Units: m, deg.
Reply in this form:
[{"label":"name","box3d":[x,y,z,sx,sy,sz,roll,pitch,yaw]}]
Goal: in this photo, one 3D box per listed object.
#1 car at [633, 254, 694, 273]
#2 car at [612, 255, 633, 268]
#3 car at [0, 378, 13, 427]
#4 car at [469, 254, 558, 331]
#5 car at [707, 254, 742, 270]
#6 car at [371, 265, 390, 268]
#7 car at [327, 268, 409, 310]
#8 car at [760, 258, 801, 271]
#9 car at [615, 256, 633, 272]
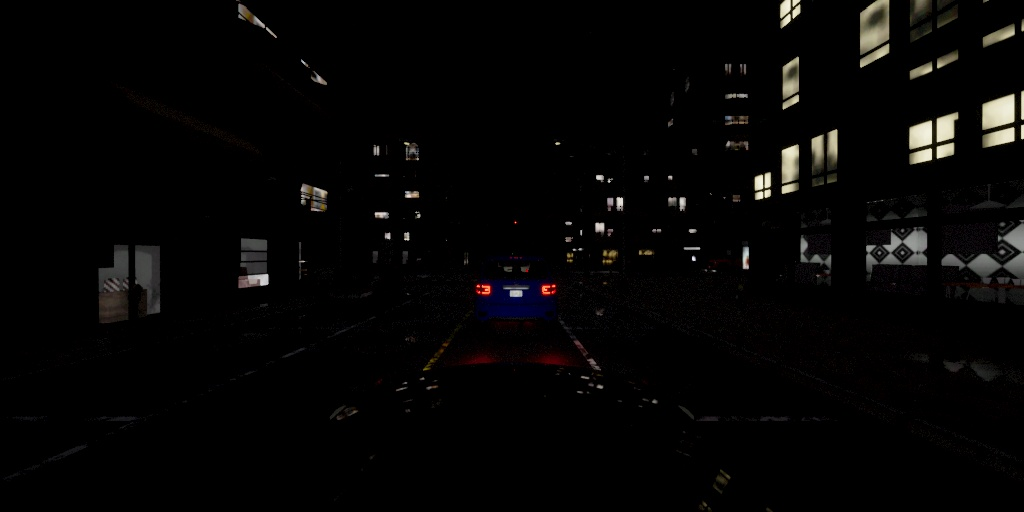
[{"label":"car","box3d":[14.713,0.778,34.461,5.009,1.841,2.192,0,0,0]},{"label":"car","box3d":[14.580,0.764,42.840,5.009,1.841,2.192,0,0,0]},{"label":"car","box3d":[-5.690,1.300,1.566,2.007,1.370,4.403,0,0,0]},{"label":"car","box3d":[0.099,0.971,11.079,2.150,2.045,5.566,0,0,0]},{"label":"car","box3d":[24.450,0.622,40.334,4.553,1.767,2.097,-1,0,0]},{"label":"car","box3d":[-13.060,1.572,36.911,4.718,1.301,1.895,-1,0,-3]},{"label":"car","box3d":[-5.739,1.332,14.483,1.802,1.307,4.207,0,0,0]},{"label":"car","box3d":[25.807,0.822,34.556,4.313,1.339,1.948,0,0,0]},{"label":"car","box3d":[14.422,0.983,40.230,4.674,1.442,1.812,-1,0,-1]}]
